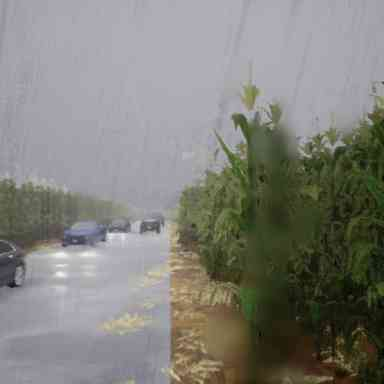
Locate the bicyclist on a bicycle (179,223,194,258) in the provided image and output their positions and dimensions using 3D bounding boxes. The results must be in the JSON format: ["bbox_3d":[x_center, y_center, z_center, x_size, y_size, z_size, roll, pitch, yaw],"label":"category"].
[{"bbox_3d":[0.214,2.307,15.680,1.656,1.620,0.582,1,-3,-4],"label":"bicyclist on a bicycle"}]

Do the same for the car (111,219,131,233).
[{"bbox_3d":[-7.589,3.558,35.240,2.033,1.411,5.357,0,-4,-4],"label":"car"}]

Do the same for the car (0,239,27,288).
[{"bbox_3d":[-5.805,1.941,8.208,1.837,1.490,4.892,0,-3,-4],"label":"car"}]

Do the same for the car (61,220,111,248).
[{"bbox_3d":[-6.652,2.534,20.933,1.882,1.535,5.008,0,-2,-4],"label":"car"}]

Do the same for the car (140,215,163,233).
[{"bbox_3d":[-4.252,3.437,34.390,1.882,1.535,5.008,0,-4,-4],"label":"car"}]

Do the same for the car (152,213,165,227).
[{"bbox_3d":[-5.474,4.367,52.569,2.150,2.045,5.566,0,-3,-4],"label":"car"}]
